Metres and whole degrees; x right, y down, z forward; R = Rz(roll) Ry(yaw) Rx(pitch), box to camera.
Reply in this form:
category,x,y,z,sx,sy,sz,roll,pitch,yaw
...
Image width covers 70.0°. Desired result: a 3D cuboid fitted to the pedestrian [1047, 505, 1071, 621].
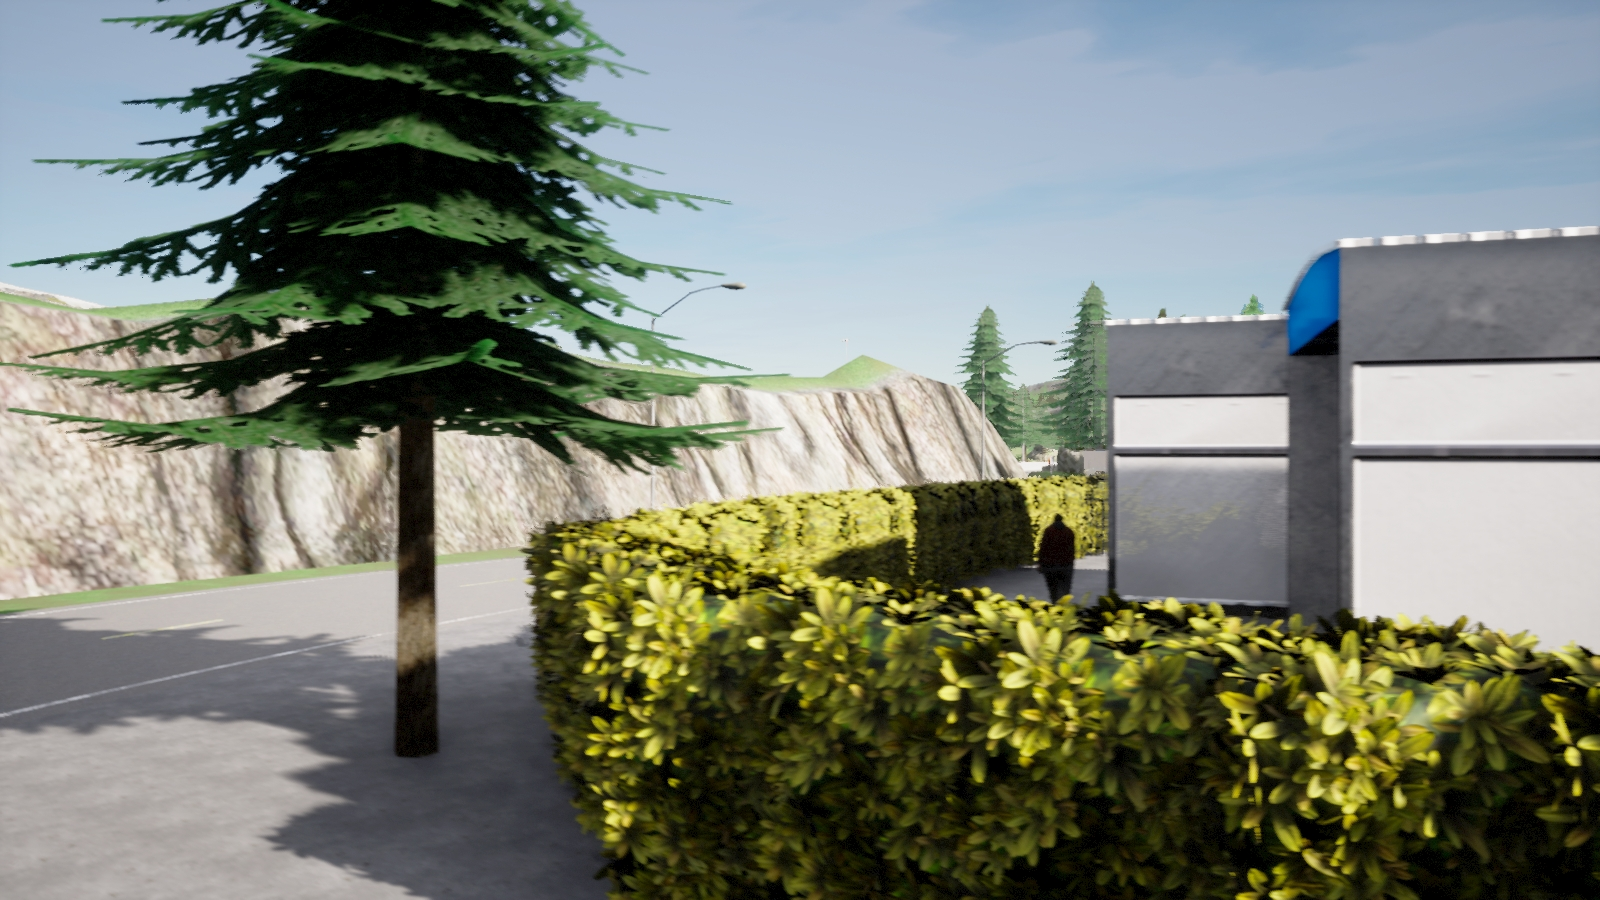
category,x,y,z,sx,sy,sz,roll,pitch,yaw
pedestrian,4.237,1.847,18.727,0.375,1.860,0.375,0,0,12
